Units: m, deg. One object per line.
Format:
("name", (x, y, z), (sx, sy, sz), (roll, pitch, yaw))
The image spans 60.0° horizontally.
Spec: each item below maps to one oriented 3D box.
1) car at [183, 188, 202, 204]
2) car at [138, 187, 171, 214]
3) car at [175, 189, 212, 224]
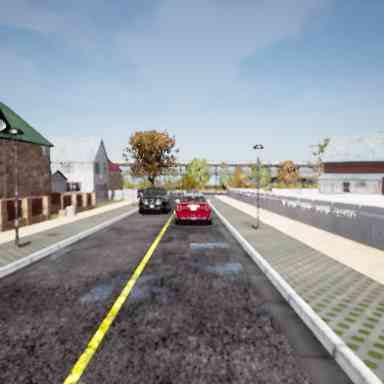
("car", (0.076, 0.446, 39.927), (2.097, 1.767, 4.553), (0, 1, 0))
("car", (-2.857, 0.613, 26.508), (2.150, 2.045, 5.566), (0, 1, 0))
("car", (0.086, 0.880, 20.430), (2.097, 1.767, 4.553), (0, 1, 0))
